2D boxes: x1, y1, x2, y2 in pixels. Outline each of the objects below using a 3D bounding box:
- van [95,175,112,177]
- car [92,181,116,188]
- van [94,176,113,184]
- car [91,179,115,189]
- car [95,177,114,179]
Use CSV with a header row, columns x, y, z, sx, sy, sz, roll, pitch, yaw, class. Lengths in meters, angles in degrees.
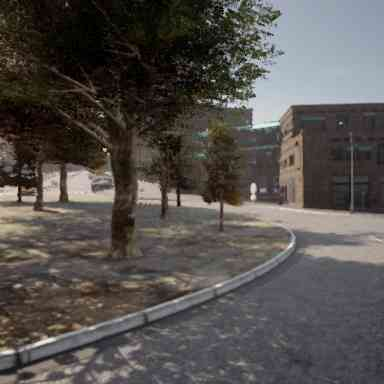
x,y,z,sx,sy,sz,roll,pitch,yaw,class
-21.171,-2.471,80.427,4.442,1.987,1.878,-2,6,-34,van
-19.752,-1.657,74.508,4.674,1.452,2.002,-2,6,-34,car
-23.639,-3.283,89.100,4.442,1.987,1.878,-2,6,-34,van
-19.003,-1.424,71.568,4.892,1.521,2.231,-2,6,-34,car
-20.665,-1.968,77.335,5.366,1.575,1.946,-2,6,-34,car
